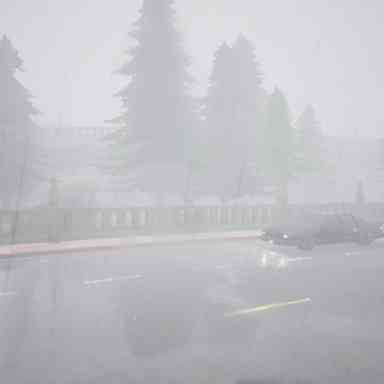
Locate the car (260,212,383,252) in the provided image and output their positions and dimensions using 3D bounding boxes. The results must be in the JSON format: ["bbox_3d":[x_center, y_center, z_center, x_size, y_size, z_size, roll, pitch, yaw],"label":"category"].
[{"bbox_3d":[5.557,1.550,13.950,5.357,1.411,2.033,0,0,-22],"label":"car"}]
